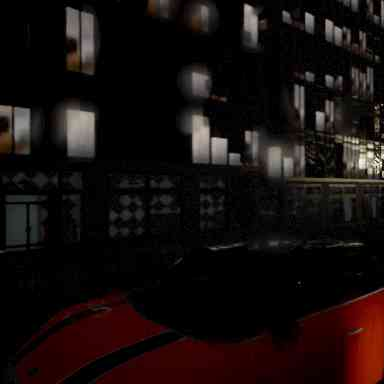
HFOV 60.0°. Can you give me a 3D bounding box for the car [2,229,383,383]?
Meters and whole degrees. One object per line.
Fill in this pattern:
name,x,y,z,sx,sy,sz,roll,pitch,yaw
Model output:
car,0.507,1.372,3.621,4.553,1.767,2.097,0,0,-36
